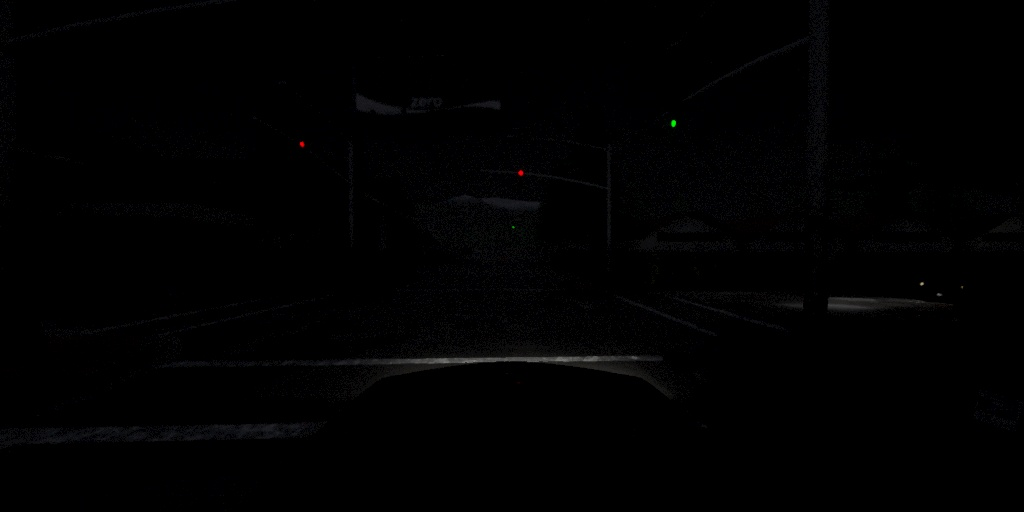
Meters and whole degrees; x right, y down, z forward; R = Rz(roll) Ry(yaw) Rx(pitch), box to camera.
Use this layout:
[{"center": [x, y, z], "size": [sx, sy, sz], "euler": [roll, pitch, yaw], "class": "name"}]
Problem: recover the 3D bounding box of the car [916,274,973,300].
[{"center": [20.404, 1.336, 15.251], "size": [4.718, 1.301, 1.895], "euler": [0, 1, 0], "class": "car"}]
